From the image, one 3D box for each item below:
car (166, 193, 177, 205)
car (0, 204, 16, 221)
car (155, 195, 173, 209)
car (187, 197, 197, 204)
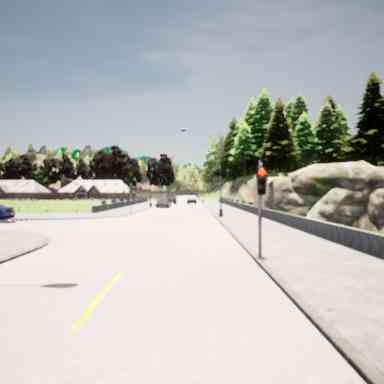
[{"bbox_3d":[-4.058,1.292,62.980,2.150,2.045,5.566,0,0,1],"label":"car"},{"bbox_3d":[-16.078,1.506,25.165,5.008,1.535,1.882,0,0,0],"label":"car"},{"bbox_3d":[-4.102,1.579,47.432,1.812,1.442,4.674,0,0,0],"label":"car"},{"bbox_3d":[-0.023,1.674,65.092,1.895,1.301,4.718,0,0,0],"label":"car"}]
